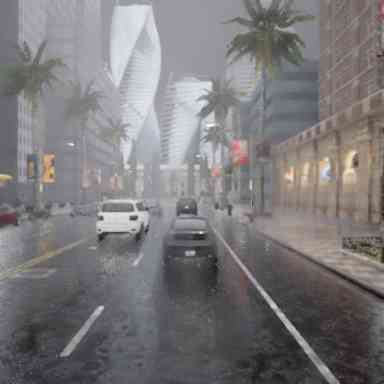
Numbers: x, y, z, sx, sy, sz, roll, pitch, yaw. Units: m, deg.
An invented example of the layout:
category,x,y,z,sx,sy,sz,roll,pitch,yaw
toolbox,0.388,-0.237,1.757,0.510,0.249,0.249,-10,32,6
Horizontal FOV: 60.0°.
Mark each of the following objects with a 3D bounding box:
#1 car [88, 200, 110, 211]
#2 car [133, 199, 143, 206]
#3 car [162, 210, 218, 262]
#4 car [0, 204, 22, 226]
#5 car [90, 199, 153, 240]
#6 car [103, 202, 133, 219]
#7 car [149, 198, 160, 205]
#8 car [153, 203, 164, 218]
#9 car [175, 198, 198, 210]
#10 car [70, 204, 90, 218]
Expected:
category,x,y,z,sx,sy,sz,roll,pitch,yaw
car,-14.698,2.115,52.713,2.231,1.521,4.892,0,-1,-1
car,-12.192,2.331,75.253,1.812,1.442,4.674,0,-1,-1
car,-0.074,1.659,12.717,1.837,1.490,4.892,0,0,-1
car,-13.952,1.640,23.351,2.185,1.767,4.553,0,-1,-1
car,-3.656,1.444,18.447,2.150,2.045,5.566,0,-1,-1
car,-7.760,1.916,35.380,2.128,1.511,4.902,0,-1,-1
car,-8.750,2.176,77.974,2.128,1.511,4.902,0,-1,-1
car,-4.054,1.908,34.921,2.128,1.511,4.902,0,-1,-1
car,-0.558,1.640,35.228,2.150,2.045,5.566,0,-1,-1
car,-11.246,1.984,34.841,1.994,1.385,4.181,0,-1,-1
